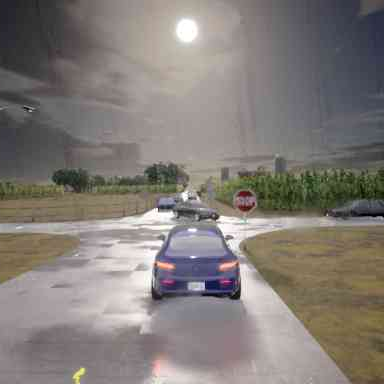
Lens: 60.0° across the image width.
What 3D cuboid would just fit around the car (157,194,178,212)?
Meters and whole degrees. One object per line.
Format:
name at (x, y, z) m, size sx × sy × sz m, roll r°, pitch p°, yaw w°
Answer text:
car at (-2.834, 1.357, 37.371) m, size 1.882 × 1.535 × 5.008 m, roll 0°, pitch 1°, yaw -1°

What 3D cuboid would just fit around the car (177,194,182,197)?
car at (-2.871, 1.379, 50.601) m, size 1.895 × 1.301 × 4.718 m, roll 0°, pitch 0°, yaw 0°

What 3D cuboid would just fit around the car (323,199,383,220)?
car at (12.618, 1.257, 24.573) m, size 5.357 × 1.411 × 2.033 m, roll -1°, pitch 0°, yaw -2°

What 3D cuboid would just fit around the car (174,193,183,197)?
car at (-2.844, 1.008, 63.269) m, size 2.097 × 1.767 × 4.553 m, roll 0°, pitch 1°, yaw 0°

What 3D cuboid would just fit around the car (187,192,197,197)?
car at (0.061, 1.186, 69.570) m, size 1.895 × 1.301 × 4.718 m, roll 0°, pitch 1°, yaw 0°

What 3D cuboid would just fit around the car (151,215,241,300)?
car at (0.087, 1.525, 8.268) m, size 1.812 × 1.442 × 4.674 m, roll 0°, pitch 0°, yaw 0°

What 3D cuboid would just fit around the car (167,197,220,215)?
car at (0.227, 1.460, 26.184) m, size 1.837 × 1.490 × 4.892 m, roll 0°, pitch 1°, yaw -34°
